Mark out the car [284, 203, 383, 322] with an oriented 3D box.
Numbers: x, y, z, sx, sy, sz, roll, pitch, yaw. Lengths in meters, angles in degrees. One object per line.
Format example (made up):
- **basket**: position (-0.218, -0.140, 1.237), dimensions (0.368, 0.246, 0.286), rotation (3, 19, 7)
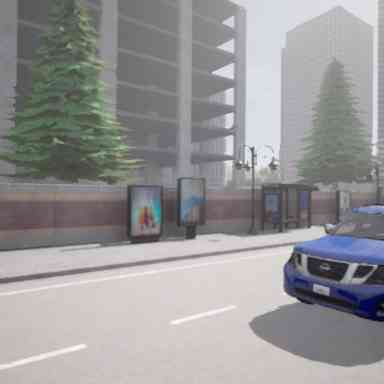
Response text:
- **car**: position (4.428, 1.298, 7.193), dimensions (5.566, 2.045, 2.150), rotation (0, 0, -35)
